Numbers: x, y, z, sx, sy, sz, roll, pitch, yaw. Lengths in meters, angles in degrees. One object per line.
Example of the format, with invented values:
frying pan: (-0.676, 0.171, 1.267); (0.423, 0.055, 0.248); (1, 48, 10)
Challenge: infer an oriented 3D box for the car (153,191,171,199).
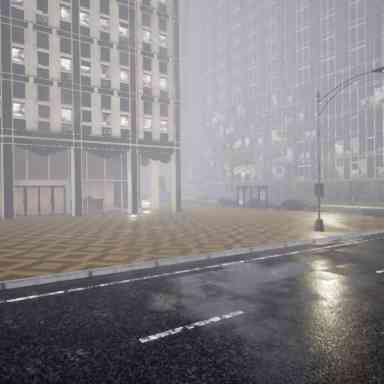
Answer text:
car: (-7.115, 0.615, 78.154); (2.192, 1.841, 5.009); (0, 1, -34)

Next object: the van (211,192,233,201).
van: (5.757, 0.855, 59.415); (1.690, 1.788, 3.998); (0, 1, -34)

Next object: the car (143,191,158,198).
car: (-10.333, 0.686, 82.840); (1.967, 1.590, 4.097); (0, 1, -34)

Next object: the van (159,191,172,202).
van: (-4.368, 0.937, 59.357); (1.690, 1.788, 3.998); (0, 1, -34)

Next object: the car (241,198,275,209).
car: (8.411, 1.388, 40.559); (1.802, 1.307, 4.206); (0, 1, -34)

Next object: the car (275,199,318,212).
car: (11.615, 1.424, 35.862); (1.947, 1.339, 4.313); (0, 1, -34)

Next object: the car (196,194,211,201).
car: (2.540, 1.043, 64.103); (1.802, 1.307, 4.206); (0, 1, -34)

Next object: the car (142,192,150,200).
car: (-10.804, 1.039, 68.729); (2.008, 1.369, 4.403); (0, 1, -34)

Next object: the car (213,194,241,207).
car: (5.241, 1.319, 45.276); (1.947, 1.339, 4.313); (0, 1, -34)
